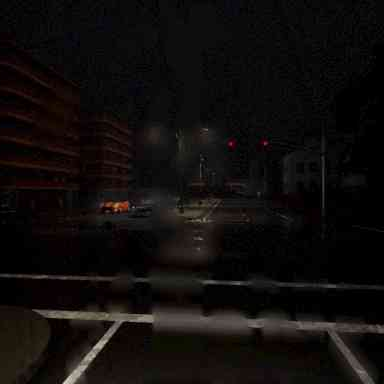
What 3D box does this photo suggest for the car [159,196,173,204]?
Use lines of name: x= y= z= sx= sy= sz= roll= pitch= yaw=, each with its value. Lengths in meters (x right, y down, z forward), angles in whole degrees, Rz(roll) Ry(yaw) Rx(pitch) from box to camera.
car: x=-5.025 y=1.564 z=63.890 sx=1.994 sy=1.385 sz=4.181 roll=0 pitch=0 yaw=6

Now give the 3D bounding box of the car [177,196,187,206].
car: x=-2.652 y=1.491 z=53.149 sx=2.128 sy=1.511 sz=4.902 roll=0 pitch=0 yaw=6

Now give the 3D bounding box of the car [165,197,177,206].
car: x=-3.608 y=1.601 z=44.104 sx=1.895 sy=1.301 sz=4.718 roll=0 pitch=0 yaw=6

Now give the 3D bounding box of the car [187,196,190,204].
car: x=-1.594 y=1.505 z=63.051 sx=1.837 sy=1.490 sz=4.892 roll=0 pitch=0 yaw=7

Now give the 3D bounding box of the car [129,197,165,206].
car: x=-4.570 y=1.491 z=34.895 sx=2.128 sy=1.511 sz=4.902 roll=0 pitch=0 yaw=6

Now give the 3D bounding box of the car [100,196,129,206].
car: x=-8.084 y=1.352 z=34.968 sx=2.097 sy=1.767 sz=4.553 roll=0 pitch=0 yaw=6

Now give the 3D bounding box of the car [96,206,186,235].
car: x=-2.803 y=1.601 z=18.435 sx=4.718 sy=1.301 sz=1.895 roll=0 pitch=0 yaw=7

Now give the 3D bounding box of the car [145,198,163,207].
car: x=-6.092 y=1.601 z=53.916 sx=1.895 sy=1.301 sz=4.718 roll=0 pitch=0 yaw=6

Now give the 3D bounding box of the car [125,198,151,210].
car: x=-7.094 y=1.545 z=44.386 sx=2.033 sy=1.411 sz=5.357 roll=0 pitch=0 yaw=6
